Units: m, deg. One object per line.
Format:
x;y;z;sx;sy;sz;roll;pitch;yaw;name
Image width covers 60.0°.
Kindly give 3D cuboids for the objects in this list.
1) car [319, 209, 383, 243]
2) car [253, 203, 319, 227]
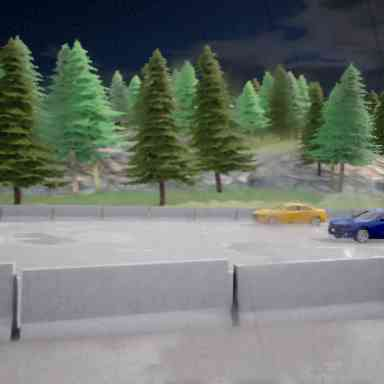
9.200;1.597;16.329;5.008;1.535;1.882;1;0;-11;car
6.741;1.536;22.992;5.008;1.535;1.882;1;0;-11;car
